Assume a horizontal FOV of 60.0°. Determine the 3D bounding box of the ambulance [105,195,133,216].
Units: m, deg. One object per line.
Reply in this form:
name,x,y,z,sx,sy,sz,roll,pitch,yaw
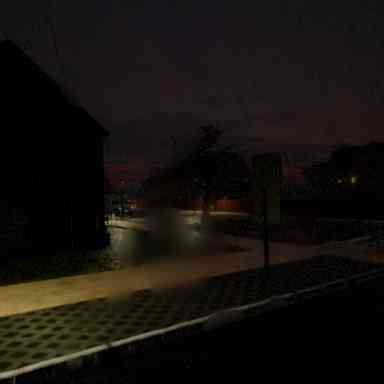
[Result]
ambulance,-9.549,1.641,41.487,2.351,2.431,6.366,-2,0,-36
